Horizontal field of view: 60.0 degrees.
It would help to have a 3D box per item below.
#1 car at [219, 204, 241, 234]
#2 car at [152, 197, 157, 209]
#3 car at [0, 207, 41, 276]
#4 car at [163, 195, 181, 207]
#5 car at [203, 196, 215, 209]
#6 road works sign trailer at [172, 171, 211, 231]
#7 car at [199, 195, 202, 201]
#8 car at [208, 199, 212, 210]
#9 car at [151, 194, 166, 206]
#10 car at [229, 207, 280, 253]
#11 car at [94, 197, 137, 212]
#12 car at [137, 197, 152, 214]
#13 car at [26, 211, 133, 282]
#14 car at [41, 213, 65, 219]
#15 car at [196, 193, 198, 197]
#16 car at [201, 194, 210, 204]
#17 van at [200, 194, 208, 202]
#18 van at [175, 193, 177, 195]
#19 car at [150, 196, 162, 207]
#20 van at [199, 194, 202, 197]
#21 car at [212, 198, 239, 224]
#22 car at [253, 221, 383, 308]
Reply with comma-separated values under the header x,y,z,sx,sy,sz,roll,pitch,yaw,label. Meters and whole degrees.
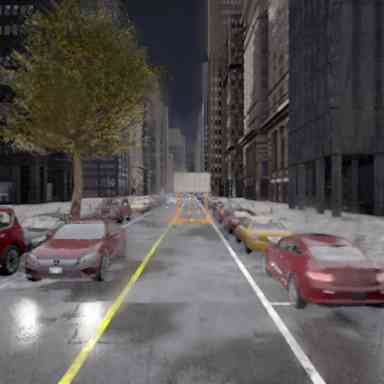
x,y,z,sx,sy,sz,roll,pitch,yaw,label
2.758,1.586,18.955,1.802,1.307,4.206,0,0,0,car
-5.772,1.598,41.655,1.802,1.307,4.206,0,0,0,car
-5.765,1.316,7.591,2.192,1.841,5.009,0,0,0,car
-3.074,1.549,52.649,1.812,1.442,4.674,0,0,0,car
2.753,1.568,41.665,2.008,1.369,4.403,0,0,0,car
-0.004,0.469,20.688,2.380,3.560,2.880,0,0,0,road works sign trailer
2.750,1.579,58.698,2.008,1.369,4.403,0,0,0,car
2.756,1.576,30.310,1.947,1.339,4.313,0,0,0,car
-5.774,1.339,53.010,2.192,1.841,5.009,0,0,0,car
2.759,1.528,13.447,1.752,1.417,4.829,0,0,0,car
-5.768,1.321,24.622,2.192,1.841,5.009,0,0,0,car
-5.771,1.538,35.807,1.752,1.417,4.829,0,0,0,car
-3.101,1.527,9.903,1.812,1.442,4.674,0,0,0,car
-5.766,1.553,13.268,2.008,1.369,4.403,0,0,0,car
2.744,1.495,87.086,1.967,1.590,4.097,0,0,0,car
2.752,1.460,47.342,1.967,1.590,4.097,0,0,0,car
2.746,1.384,75.731,1.690,1.788,3.998,0,0,0,van
-5.782,1.401,92.752,1.690,1.788,3.998,0,0,0,van
-5.773,1.602,47.332,1.802,1.307,4.206,0,0,0,car
2.749,1.374,64.376,1.690,1.788,3.998,0,0,0,van
2.757,1.447,24.633,1.967,1.590,4.097,0,0,0,car
2.760,1.583,7.599,1.802,1.307,4.206,0,0,0,car
